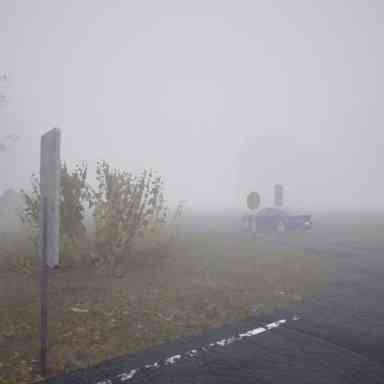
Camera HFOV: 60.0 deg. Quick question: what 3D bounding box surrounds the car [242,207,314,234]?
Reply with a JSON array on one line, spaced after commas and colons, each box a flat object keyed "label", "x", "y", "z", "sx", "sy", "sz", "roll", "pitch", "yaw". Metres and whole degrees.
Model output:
[{"label": "car", "x": 5.152, "y": 1.666, "z": 20.709, "sx": 1.882, "sy": 1.535, "sz": 5.008, "roll": 0, "pitch": -1, "yaw": -31}]
